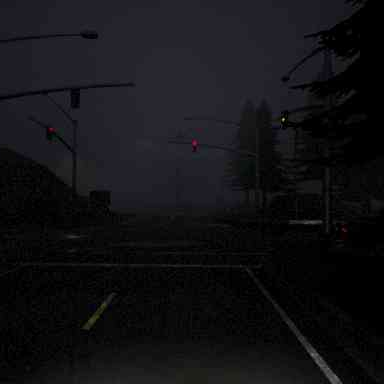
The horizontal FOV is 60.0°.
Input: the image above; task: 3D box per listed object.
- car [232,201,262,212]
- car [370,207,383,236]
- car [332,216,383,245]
[{"bbox_3d":[8.483,2.176,51.311,4.553,1.767,2.097,0,0,-2],"label":"car"},{"bbox_3d":[14.197,1.869,21.184,4.553,1.767,2.097,0,-1,0],"label":"car"},{"bbox_3d":[10.145,1.996,17.489,5.357,1.411,2.033,0,-1,0],"label":"car"}]
